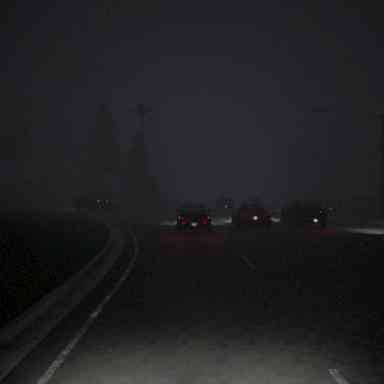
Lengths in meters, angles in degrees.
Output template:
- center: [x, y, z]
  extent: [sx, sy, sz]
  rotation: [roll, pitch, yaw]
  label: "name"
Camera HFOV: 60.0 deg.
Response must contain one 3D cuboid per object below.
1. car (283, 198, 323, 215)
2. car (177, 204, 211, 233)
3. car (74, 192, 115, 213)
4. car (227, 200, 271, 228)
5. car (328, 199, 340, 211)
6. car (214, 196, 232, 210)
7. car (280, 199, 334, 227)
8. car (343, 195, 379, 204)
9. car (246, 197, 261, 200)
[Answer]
- center: [10.604, 1.343, 32.177]
  extent: [2.033, 1.411, 5.357]
  rotation: [0, 0, 0]
  label: "car"
- center: [0.103, 1.406, 18.836]
  extent: [1.812, 1.442, 4.674]
  rotation: [0, 0, 0]
  label: "car"
- center: [-10.132, 1.004, 34.298]
  extent: [2.150, 2.045, 5.566]
  rotation: [0, 0, -44]
  label: "car"
- center: [3.603, 1.431, 20.897]
  extent: [1.994, 1.385, 4.181]
  rotation: [0, 0, 0]
  label: "car"
- center: [14.105, 1.372, 36.004]
  extent: [1.895, 1.301, 4.718]
  rotation: [0, 0, 0]
  label: "car"
- center: [3.605, 1.266, 37.621]
  extent: [1.837, 1.490, 4.892]
  rotation: [0, 0, 0]
  label: "car"
- center: [7.103, 1.368, 21.528]
  extent: [1.837, 1.490, 4.892]
  rotation: [0, 0, 0]
  label: "car"
- center: [24.828, 1.216, 48.936]
  extent: [4.674, 1.442, 1.812]
  rotation: [0, 1, 40]
  label: "car"
- center: [7.091, 1.281, 38.591]
  extent: [1.812, 1.442, 4.674]
  rotation: [0, 0, 0]
  label: "car"
